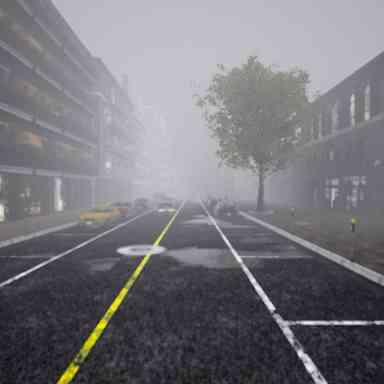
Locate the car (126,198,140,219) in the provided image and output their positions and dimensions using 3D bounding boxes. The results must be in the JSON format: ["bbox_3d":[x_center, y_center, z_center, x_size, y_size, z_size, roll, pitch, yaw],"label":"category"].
[{"bbox_3d":[-5.662,1.366,26.595,1.887,1.381,4.507,0,0,0],"label":"car"}]

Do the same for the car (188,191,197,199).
[{"bbox_3d":[0.090,0.897,79.889,2.128,1.511,4.902,0,0,0],"label":"car"}]

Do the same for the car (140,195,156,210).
[{"bbox_3d":[-5.650,1.317,37.987,1.947,1.339,4.313,0,0,0],"label":"car"}]

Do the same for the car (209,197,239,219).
[{"bbox_3d":[2.719,1.372,26.584,2.008,1.369,4.403,0,0,0],"label":"car"}]

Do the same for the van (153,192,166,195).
[{"bbox_3d":[-5.632,0.996,55.077,1.690,1.788,3.998,0,0,0],"label":"van"}]

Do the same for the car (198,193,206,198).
[{"bbox_3d":[2.793,1.024,94.943,1.947,1.339,4.313,0,0,0],"label":"car"}]

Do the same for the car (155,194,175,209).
[{"bbox_3d":[-3.047,1.282,40.708,2.033,1.411,5.357,0,0,0],"label":"car"}]

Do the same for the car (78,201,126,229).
[{"bbox_3d":[-5.669,1.385,20.728,1.752,1.417,4.829,0,0,0],"label":"car"}]

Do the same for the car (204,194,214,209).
[{"bbox_3d":[2.731,1.296,37.975,1.887,1.381,4.507,0,0,0],"label":"car"}]

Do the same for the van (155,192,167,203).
[{"bbox_3d":[-5.626,0.965,60.774,1.690,1.788,3.998,0,0,0],"label":"van"}]

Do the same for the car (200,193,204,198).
[{"bbox_3d":[2.749,1.200,55.066,1.887,1.381,4.507,0,0,0],"label":"car"}]

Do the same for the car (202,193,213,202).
[{"bbox_3d":[3.074,1.051,66.264,1.801,1.575,5.366,0,0,0],"label":"car"}]

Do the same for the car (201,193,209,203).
[{"bbox_3d":[2.743,1.268,49.369,1.802,1.307,4.206,0,0,0],"label":"car"}]
